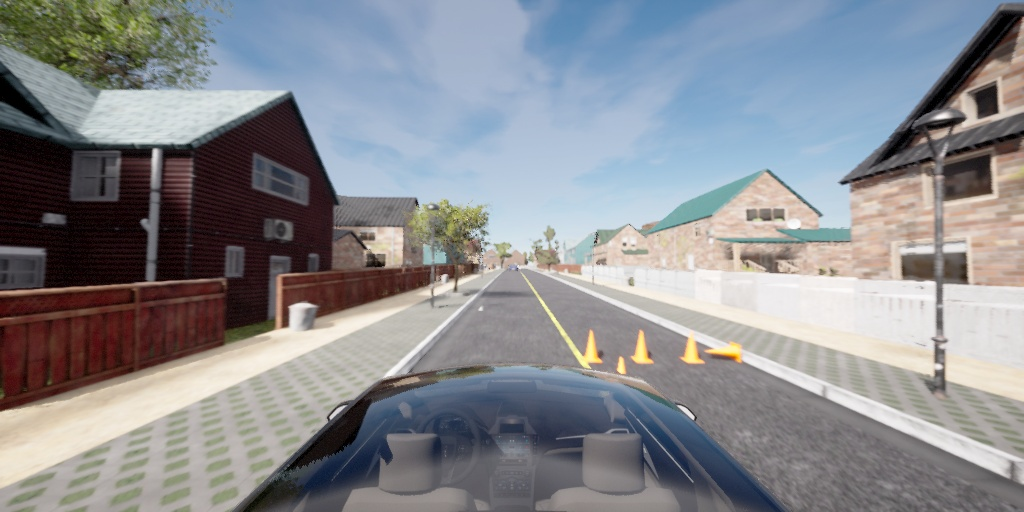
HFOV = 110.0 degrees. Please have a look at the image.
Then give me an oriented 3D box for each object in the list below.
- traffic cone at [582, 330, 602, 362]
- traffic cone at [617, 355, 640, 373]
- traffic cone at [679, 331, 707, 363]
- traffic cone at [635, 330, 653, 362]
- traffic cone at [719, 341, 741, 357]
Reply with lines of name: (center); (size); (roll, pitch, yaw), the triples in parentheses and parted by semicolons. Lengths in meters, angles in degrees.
traffic cone: (1.588, 1.778, 7.172); (0.340, 0.580, 0.340); (0, 0, 0)
traffic cone: (1.578, 1.755, 5.172); (0.340, 0.580, 0.340); (0, 0, 0)
traffic cone: (3.586, 1.791, 7.162); (0.340, 0.580, 0.340); (0, 0, 0)
traffic cone: (2.587, 1.785, 7.167); (0.340, 0.580, 0.340); (0, 0, 0)
traffic cone: (4.468, 1.625, 7.169); (0.340, 0.580, 0.340); (0, 0, -1)
